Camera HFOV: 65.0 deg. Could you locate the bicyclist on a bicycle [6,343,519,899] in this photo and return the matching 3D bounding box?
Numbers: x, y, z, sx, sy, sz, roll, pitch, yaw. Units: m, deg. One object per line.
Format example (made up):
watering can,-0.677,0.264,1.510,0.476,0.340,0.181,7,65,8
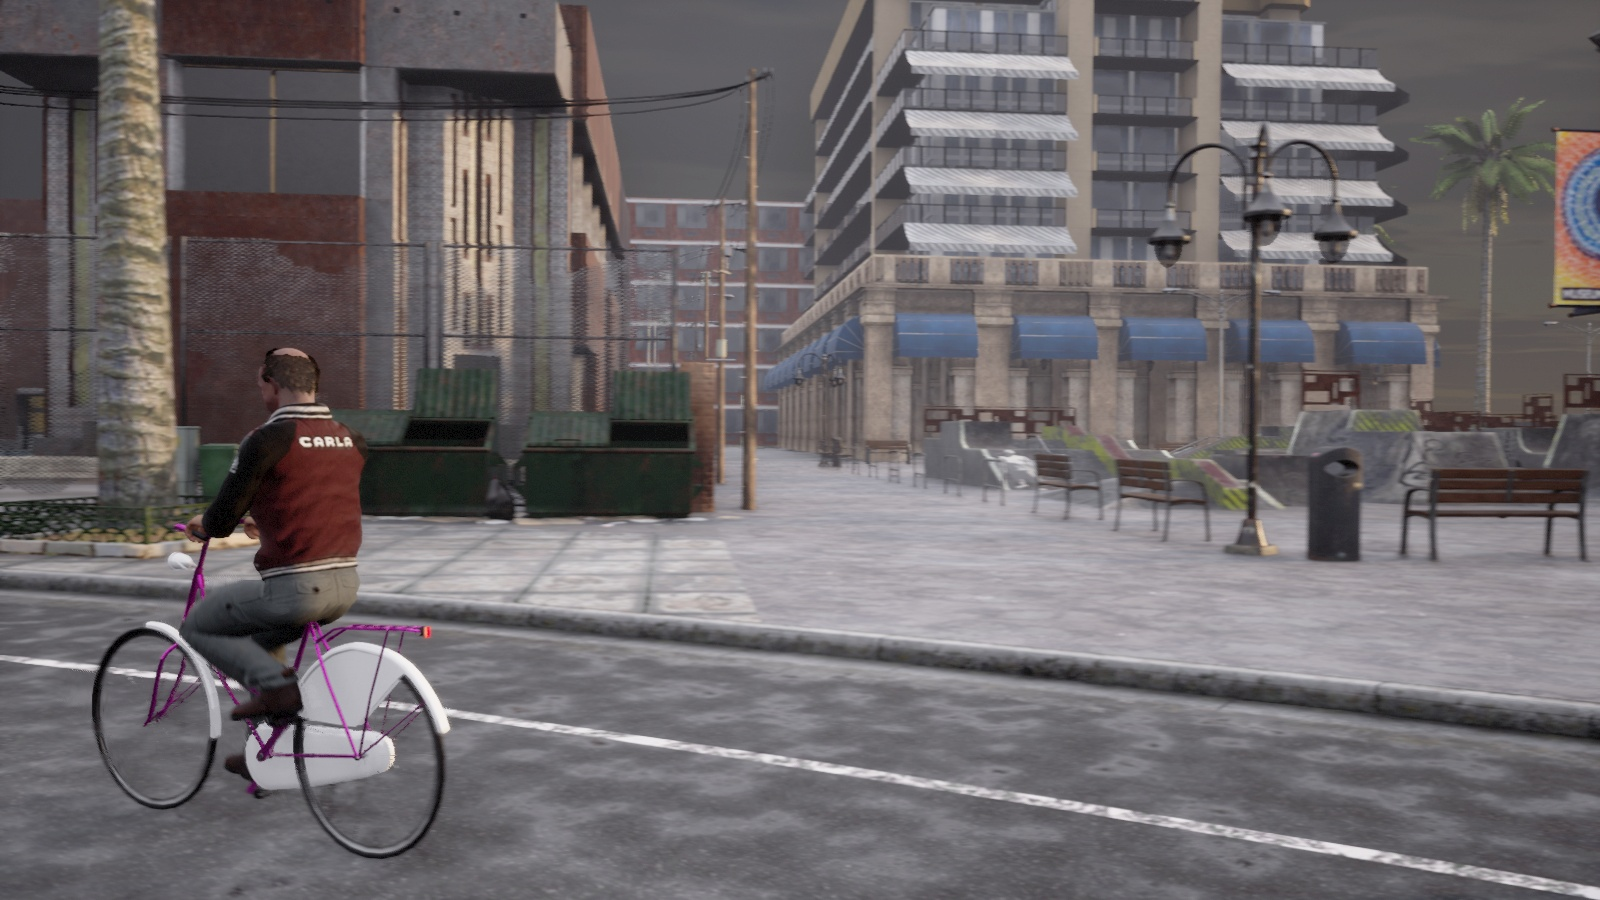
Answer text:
bicyclist on a bicycle,-1.967,0.555,4.539,1.843,1.776,0.659,0,1,28
